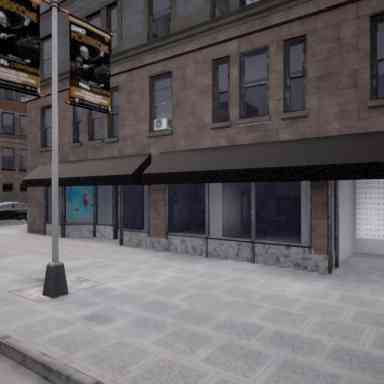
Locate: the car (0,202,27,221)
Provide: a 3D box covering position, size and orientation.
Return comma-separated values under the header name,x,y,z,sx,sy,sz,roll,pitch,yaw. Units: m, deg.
name,x,y,z,sx,sy,sz,roll,pitch,yaw
car,-14.125,1.545,25.231,1.837,1.490,4.892,0,0,37
